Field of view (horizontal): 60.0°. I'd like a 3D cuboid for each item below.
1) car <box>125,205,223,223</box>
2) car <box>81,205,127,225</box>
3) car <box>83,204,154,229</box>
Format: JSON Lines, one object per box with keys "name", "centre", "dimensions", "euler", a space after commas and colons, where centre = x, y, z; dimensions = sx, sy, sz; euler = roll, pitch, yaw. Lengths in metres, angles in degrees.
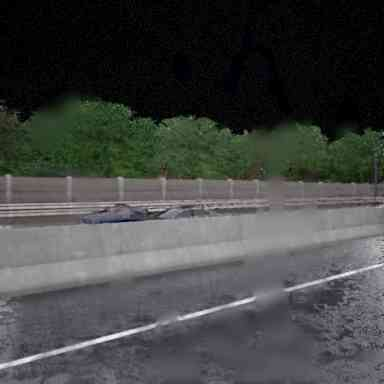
{"name": "car", "centre": [-0.562, 1.482, 16.492], "dimensions": [4.892, 1.490, 1.837], "euler": [0, 0, -35]}
{"name": "car", "centre": [-3.649, 1.582, 18.589], "dimensions": [4.718, 1.301, 1.895], "euler": [0, 0, -36]}
{"name": "car", "centre": [-4.825, 1.542, 22.049], "dimensions": [4.181, 1.385, 1.994], "euler": [0, 0, -35]}
